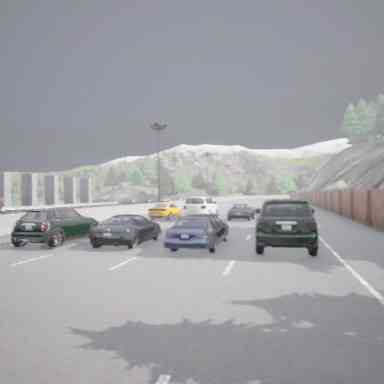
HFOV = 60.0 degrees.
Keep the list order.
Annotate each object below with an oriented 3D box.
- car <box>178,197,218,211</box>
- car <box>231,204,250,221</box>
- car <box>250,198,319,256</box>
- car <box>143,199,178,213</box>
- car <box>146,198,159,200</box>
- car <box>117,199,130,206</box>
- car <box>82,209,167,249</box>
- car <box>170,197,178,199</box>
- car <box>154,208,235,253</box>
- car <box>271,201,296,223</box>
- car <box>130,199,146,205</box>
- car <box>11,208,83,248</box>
[{"bbox_3d":[0.828,1.419,29.572,2.150,2.045,5.566,-1,0,15],"label":"car"},{"bbox_3d":[4.291,1.717,28.935,1.994,1.385,4.181,-1,0,15],"label":"car"},{"bbox_3d":[3.763,1.266,13.518,2.150,2.045,5.566,-1,0,14],"label":"car"},{"bbox_3d":[-2.418,1.732,30.934,1.882,1.535,5.008,-1,0,16],"label":"car"},{"bbox_3d":[-7.152,2.084,68.241,1.837,1.490,4.892,-1,0,14],"label":"car"},{"bbox_3d":[-13.945,2.185,69.929,1.837,1.490,4.892,-1,0,14],"label":"car"},{"bbox_3d":[-2.939,1.715,15.514,1.994,1.385,4.181,-1,0,15],"label":"car"},{"bbox_3d":[-3.743,1.891,67.459,2.097,1.767,4.553,-1,0,14],"label":"car"},{"bbox_3d":[0.368,1.646,14.347,2.033,1.411,5.357,-1,0,14],"label":"car"},{"bbox_3d":[7.657,1.610,27.980,1.837,1.490,4.892,-1,0,15],"label":"car"},{"bbox_3d":[-10.549,2.135,69.085,1.837,1.490,4.892,-1,0,14],"label":"car"},{"bbox_3d":[-6.392,1.550,16.165,2.097,1.767,4.553,-1,-1,14],"label":"car"}]
